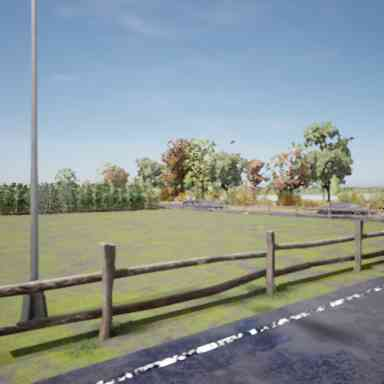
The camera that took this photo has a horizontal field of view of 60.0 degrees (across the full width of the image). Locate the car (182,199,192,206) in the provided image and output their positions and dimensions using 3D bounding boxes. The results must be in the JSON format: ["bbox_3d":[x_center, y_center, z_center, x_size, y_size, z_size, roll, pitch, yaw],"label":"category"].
[{"bbox_3d":[-0.682,2.191,69.714,2.128,1.511,4.902,0,0,-16],"label":"car"}]

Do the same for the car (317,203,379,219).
[{"bbox_3d":[14.890,1.769,32.125,2.033,1.411,5.357,-1,0,-35],"label":"car"}]

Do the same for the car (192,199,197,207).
[{"bbox_3d":[1.974,2.130,60.436,1.812,1.442,4.674,-1,-1,-17],"label":"car"}]

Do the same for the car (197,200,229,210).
[{"bbox_3d":[3.332,2.053,49.758,2.033,1.411,5.357,-1,0,-27],"label":"car"}]
